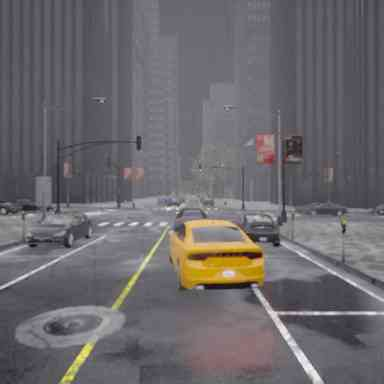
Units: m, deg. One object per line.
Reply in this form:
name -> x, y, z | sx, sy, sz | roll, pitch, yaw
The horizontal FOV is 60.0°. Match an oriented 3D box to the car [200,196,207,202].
car -> 3.150, 1.819, 90.410 | 1.752, 1.417, 4.829 | 0, 0, 0

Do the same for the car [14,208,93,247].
car -> -5.778, 1.595, 14.973 | 2.008, 1.369, 4.403 | 0, 0, 0

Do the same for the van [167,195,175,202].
van -> -5.420, 1.615, 84.791 | 1.690, 1.788, 3.998 | 0, 0, 0

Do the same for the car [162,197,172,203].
car -> -5.507, 1.802, 73.765 | 1.947, 1.339, 4.313 | 0, 0, 0

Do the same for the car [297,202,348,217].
car -> 14.714, 1.919, 37.112 | 4.892, 1.490, 1.837 | 1, 0, 1

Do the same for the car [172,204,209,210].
car -> -0.032, 1.622, 19.461 | 1.994, 1.385, 4.181 | 0, 0, -2

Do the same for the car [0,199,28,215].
car -> -18.143, 1.293, 30.485 | 4.892, 1.490, 1.837 | 1, 0, 0

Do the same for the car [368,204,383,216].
car -> 24.072, 2.097, 40.342 | 4.902, 1.511, 2.128 | 1, 0, 0

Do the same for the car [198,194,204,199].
car -> 3.018, 1.551, 73.702 | 2.192, 1.841, 5.009 | 0, 0, 0

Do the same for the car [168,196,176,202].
car -> -5.377, 1.838, 90.302 | 1.887, 1.381, 4.507 | 0, 0, 0

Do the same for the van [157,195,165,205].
van -> -5.594, 1.540, 62.741 | 1.690, 1.788, 3.998 | 0, 0, 0

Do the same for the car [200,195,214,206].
car -> 2.887, 1.731, 57.162 | 2.008, 1.369, 4.403 | 0, 0, 0

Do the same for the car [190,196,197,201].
car -> 0.423, 1.850, 95.102 | 2.033, 1.411, 5.357 | 0, 0, 0

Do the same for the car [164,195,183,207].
car -> -2.964, 1.650, 54.818 | 1.882, 1.535, 5.008 | 0, 0, 1

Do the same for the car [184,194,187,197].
car -> -2.736, 1.466, 74.991 | 2.150, 2.045, 5.566 | 0, 0, 0

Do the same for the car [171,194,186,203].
car -> -2.862, 1.696, 64.393 | 2.128, 1.511, 4.902 | 0, 0, 1

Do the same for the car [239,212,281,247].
car -> 2.747, 1.595, 14.979 | 2.008, 1.369, 4.403 | 0, 0, 0

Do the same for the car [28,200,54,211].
car -> -16.580, 1.433, 33.741 | 4.718, 1.301, 1.895 | 1, 0, 0

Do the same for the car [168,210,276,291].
car -> 0.424, 1.505, 9.194 | 1.882, 1.535, 5.008 | 0, 0, -7

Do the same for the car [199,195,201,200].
car -> 2.974, 1.768, 68.188 | 2.008, 1.369, 4.403 | 0, 0, 0

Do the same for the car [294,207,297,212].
car -> 14.861, 1.958, 40.372 | 4.674, 1.442, 1.812 | 1, 0, 2

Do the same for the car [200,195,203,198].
car -> 2.932, 1.724, 62.845 | 1.752, 1.417, 4.829 | 0, 0, 0

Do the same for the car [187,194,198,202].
car -> 0.341, 1.752, 84.760 | 1.882, 1.535, 5.008 | 0, 0, 0
